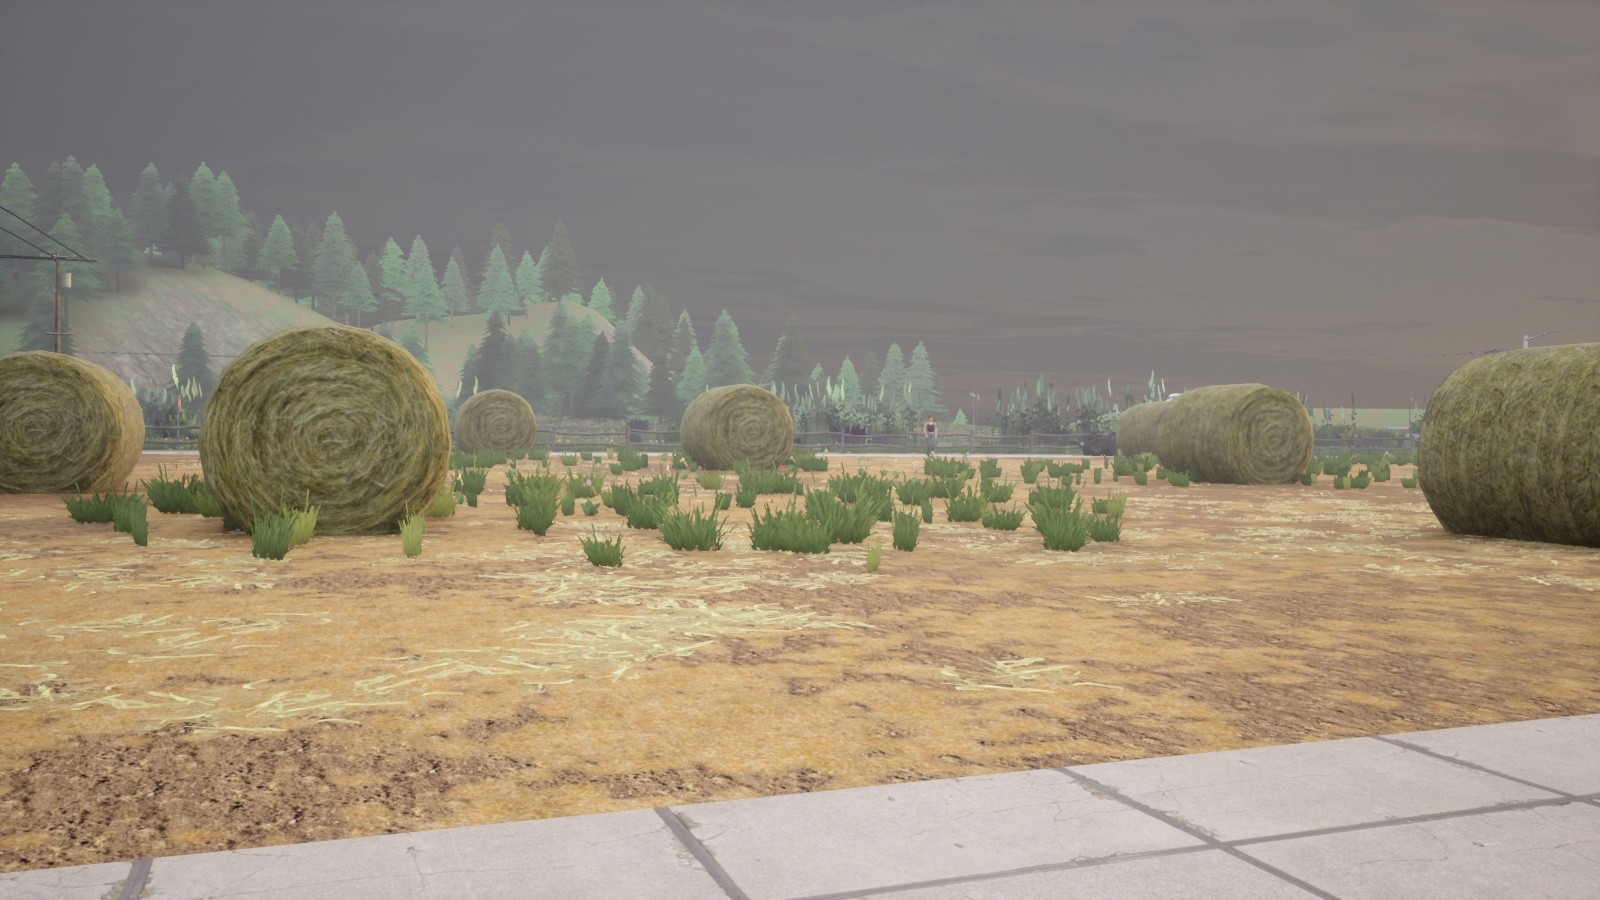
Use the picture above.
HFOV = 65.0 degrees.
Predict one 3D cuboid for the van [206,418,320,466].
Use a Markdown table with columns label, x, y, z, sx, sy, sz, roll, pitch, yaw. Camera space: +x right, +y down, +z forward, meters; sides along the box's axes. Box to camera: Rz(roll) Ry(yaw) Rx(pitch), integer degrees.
| label | x | y | z | sx | sy | sz | roll | pitch | yaw |
| --- | --- | --- | --- | --- | --- | --- | --- | --- | --- |
| van | -23.674 | -0.372 | 55.503 | 4.442 | 1.987 | 1.775 | -1 | 1 | -17 |

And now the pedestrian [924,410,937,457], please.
| label | x | y | z | sx | sy | sz | roll | pitch | yaw |
| --- | --- | --- | --- | --- | --- | --- | --- | --- | --- |
| pedestrian | 5.133 | -0.637 | 49.391 | 0.345 | 1.836 | 0.594 | -1 | 1 | -7 |

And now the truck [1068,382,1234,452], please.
| label | x | y | z | sx | sy | sz | roll | pitch | yaw |
| --- | --- | --- | --- | --- | --- | --- | --- | --- | --- |
| truck | 18.038 | -1.707 | 64.563 | 7.936 | 3.462 | 2.891 | -1 | 1 | -17 |
